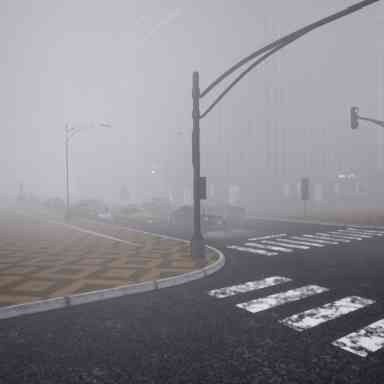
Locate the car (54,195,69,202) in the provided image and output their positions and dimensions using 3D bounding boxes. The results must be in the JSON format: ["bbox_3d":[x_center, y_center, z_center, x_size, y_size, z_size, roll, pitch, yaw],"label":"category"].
[{"bbox_3d":[-26.754,1.407,68.268,1.802,1.307,4.206,-1,1,-36],"label":"car"}]

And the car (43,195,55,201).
[{"bbox_3d":[-33.331,1.331,77.437,1.752,1.417,4.829,-1,1,-36],"label":"car"}]

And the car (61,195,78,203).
[{"bbox_3d":[-23.516,1.386,63.752,2.008,1.369,4.403,-1,1,-36],"label":"car"}]

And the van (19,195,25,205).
[{"bbox_3d":[-26.684,1.303,54.642,1.690,1.788,3.998,-1,1,-36],"label":"van"}]

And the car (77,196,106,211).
[{"bbox_3d":[-10.685,1.455,36.736,2.128,1.511,4.902,-1,1,-36],"label":"car"}]

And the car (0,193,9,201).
[{"bbox_3d":[-46.111,1.449,81.739,1.887,1.381,4.507,-1,1,-36],"label":"car"}]

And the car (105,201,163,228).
[{"bbox_3d":[-4.019,1.552,22.819,1.752,1.417,4.829,-1,1,-36],"label":"car"}]

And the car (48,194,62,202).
[{"bbox_3d":[-29.994,1.256,72.783,1.967,1.590,4.097,-1,1,-36],"label":"car"}]

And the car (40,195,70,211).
[{"bbox_3d":[-16.967,1.429,41.095,1.967,1.590,4.097,-1,1,-36],"label":"car"}]

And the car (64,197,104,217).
[{"bbox_3d":[-10.440,1.533,31.893,1.752,1.417,4.829,-1,1,-36],"label":"car"}]

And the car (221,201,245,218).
[{"bbox_3d":[2.496,1.455,27.700,2.008,1.369,4.403,-1,1,-36],"label":"car"}]

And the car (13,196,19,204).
[{"bbox_3d":[-33.158,1.494,63.676,2.008,1.369,4.403,-1,1,-36],"label":"car"}]

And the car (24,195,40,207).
[{"bbox_3d":[-23.444,1.411,50.127,1.967,1.590,4.097,-1,1,-36],"label":"car"}]

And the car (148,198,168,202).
[{"bbox_3d":[-4.041,1.328,36.691,1.967,1.590,4.097,-1,1,-36],"label":"car"}]

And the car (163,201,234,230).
[{"bbox_3d":[0.255,1.527,21.485,1.812,1.442,4.674,-1,1,-36],"label":"car"}]
